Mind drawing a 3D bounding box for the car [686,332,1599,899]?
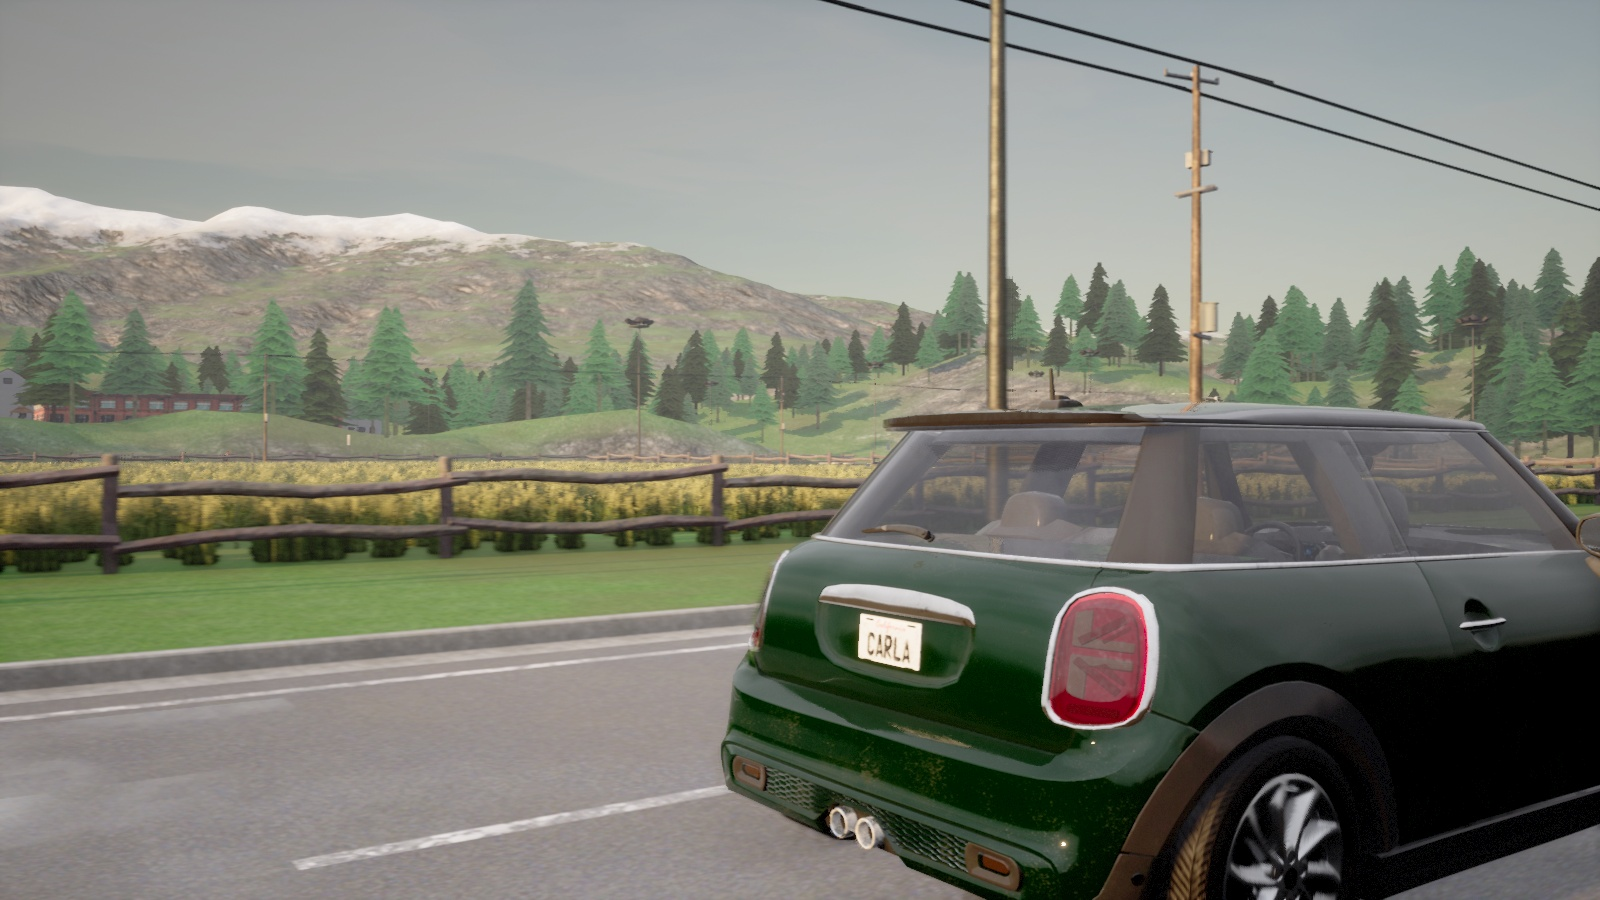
[{"bbox_3d":[2.047,0.611,5.084,4.553,1.767,2.097,0,0,-35],"label":"car"}]
